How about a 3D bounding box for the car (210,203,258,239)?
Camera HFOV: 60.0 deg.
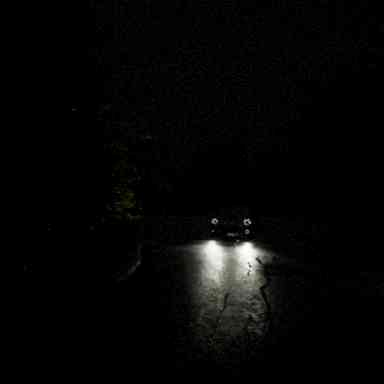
[{"bbox_3d":[2.380,1.446,17.917,2.097,1.767,4.553,0,0,15],"label":"car"}]
